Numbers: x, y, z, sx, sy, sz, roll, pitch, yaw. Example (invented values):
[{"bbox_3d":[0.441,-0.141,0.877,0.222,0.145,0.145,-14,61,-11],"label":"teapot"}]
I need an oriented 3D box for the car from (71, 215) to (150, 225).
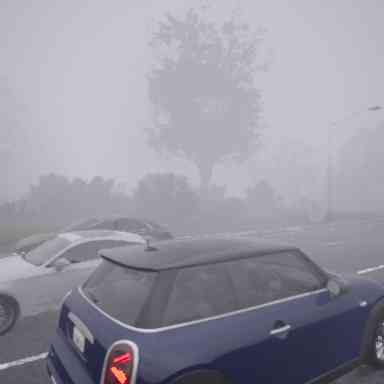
[{"bbox_3d":[-2.892,1.516,10.528,4.892,1.490,1.837,0,0,-35],"label":"car"}]

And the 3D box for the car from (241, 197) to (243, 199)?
[{"bbox_3d":[7.934,1.573,58.325,2.128,1.511,4.902,0,0,-33],"label":"car"}]

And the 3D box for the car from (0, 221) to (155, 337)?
[{"bbox_3d":[-2.265,1.532,6.675,4.674,1.442,1.812,0,0,-35],"label":"car"}]

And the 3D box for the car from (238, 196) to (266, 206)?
[{"bbox_3d":[10.802,1.583,60.363,2.128,1.511,4.902,0,0,-33],"label":"car"}]

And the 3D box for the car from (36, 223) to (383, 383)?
[{"bbox_3d":[0.707,1.362,4.257,4.553,1.767,2.097,0,0,-35],"label":"car"}]
